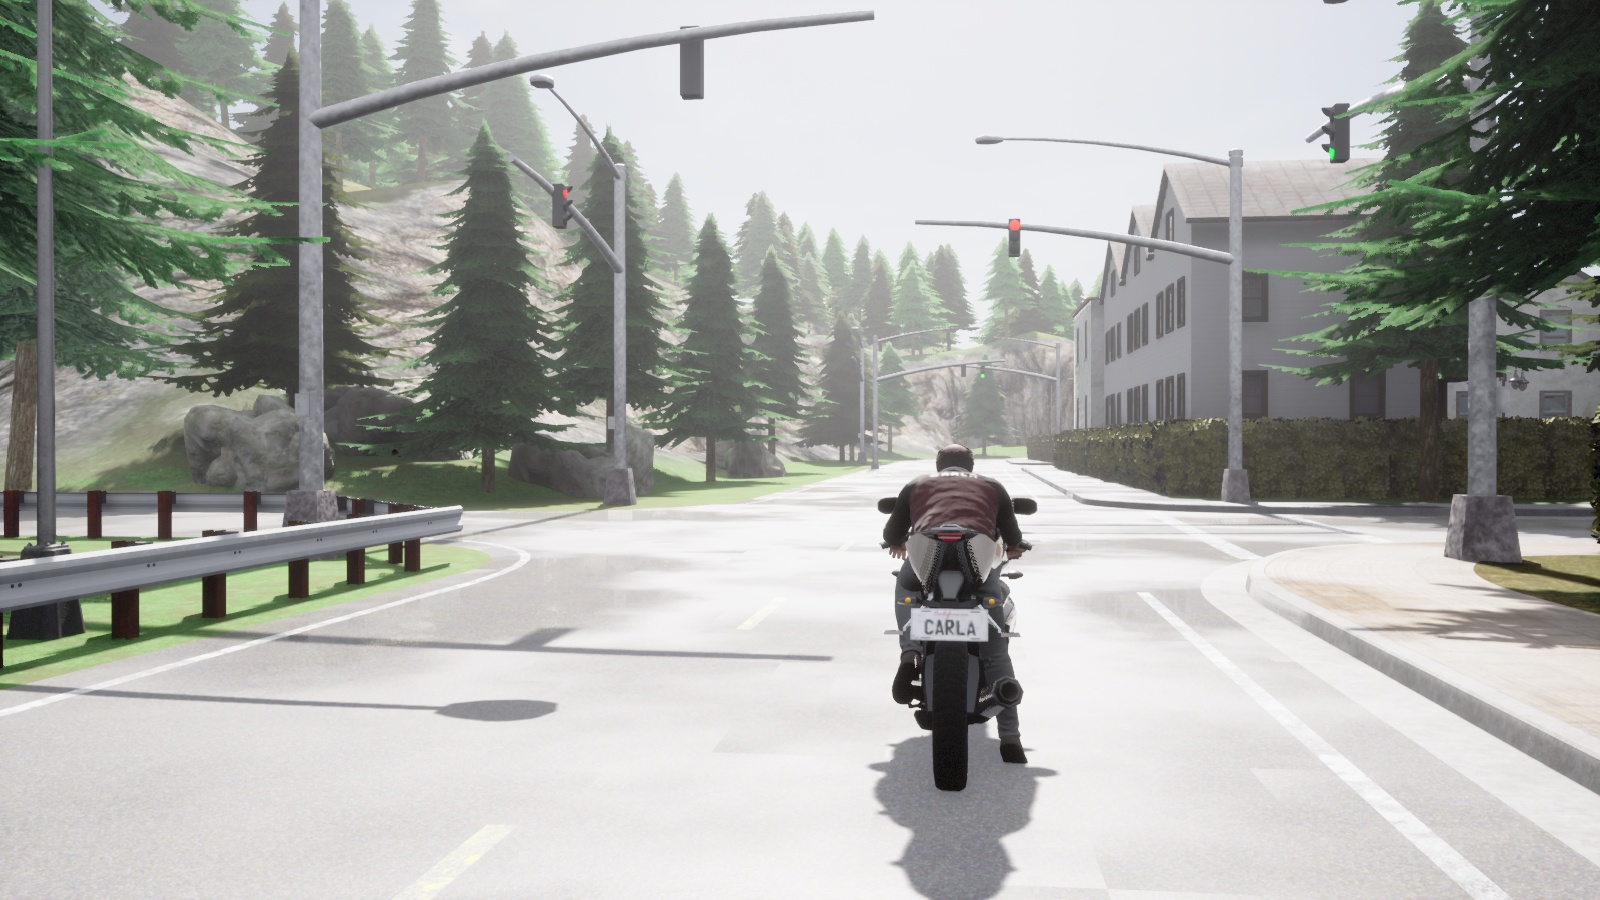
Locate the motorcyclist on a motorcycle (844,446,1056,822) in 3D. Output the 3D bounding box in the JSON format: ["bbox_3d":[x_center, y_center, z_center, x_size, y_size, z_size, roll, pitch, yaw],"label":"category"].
[{"bbox_3d":[0.770,0.747,6.268,0.866,1.530,2.191,0,0,8],"label":"motorcyclist on a motorcycle"}]
